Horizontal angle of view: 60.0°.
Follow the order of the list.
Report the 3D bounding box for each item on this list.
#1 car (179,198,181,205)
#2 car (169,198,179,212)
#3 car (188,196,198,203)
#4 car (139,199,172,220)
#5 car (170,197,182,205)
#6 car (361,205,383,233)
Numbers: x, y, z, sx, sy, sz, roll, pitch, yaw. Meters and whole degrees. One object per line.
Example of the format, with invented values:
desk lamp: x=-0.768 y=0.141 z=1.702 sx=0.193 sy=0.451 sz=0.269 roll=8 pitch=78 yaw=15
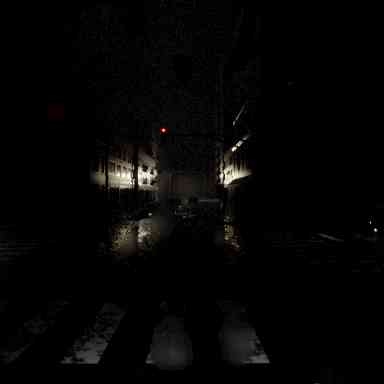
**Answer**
car: x=-2.956 y=1.592 z=49.705 sx=1.994 sy=1.385 sz=4.181 roll=0 pitch=0 yaw=0
car: x=-3.011 y=1.562 z=39.649 sx=2.033 sy=1.411 sz=5.357 roll=0 pitch=0 yaw=1
car: x=0.215 y=1.546 z=71.124 sx=1.882 sy=1.535 sz=5.008 roll=0 pitch=0 yaw=0
car: x=-3.149 y=1.569 z=27.858 sx=1.994 sy=1.385 sz=4.181 roll=0 pitch=0 yaw=3
car: x=-2.883 y=1.646 z=59.667 sx=1.895 sy=1.301 sz=4.718 roll=0 pitch=0 yaw=0
car: x=11.351 y=1.383 z=15.760 sx=5.357 sy=1.411 sz=2.033 roll=-1 pitch=0 yaw=0
